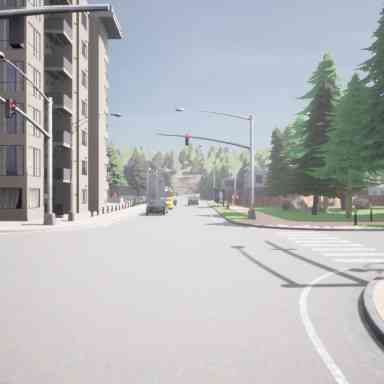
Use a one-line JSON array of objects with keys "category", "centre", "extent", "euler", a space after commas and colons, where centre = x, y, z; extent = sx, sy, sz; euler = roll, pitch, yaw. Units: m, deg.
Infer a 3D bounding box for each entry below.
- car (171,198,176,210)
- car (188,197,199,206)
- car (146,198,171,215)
[{"category": "car", "centre": [-3.439, 1.478, 43.495], "extent": [1.882, 1.535, 5.008], "euler": [0, 0, 0]}, {"category": "car", "centre": [0.196, 1.547, 55.714], "extent": [2.033, 1.411, 5.357], "euler": [0, 0, 0]}, {"category": "car", "centre": [-3.483, 1.478, 33.534], "extent": [1.882, 1.535, 5.008], "euler": [0, 0, 0]}]
